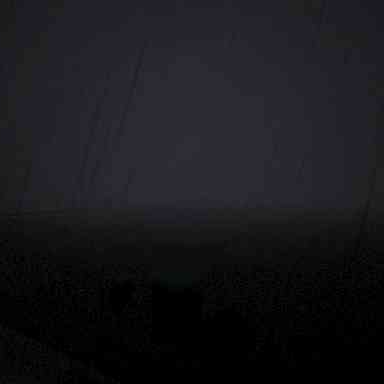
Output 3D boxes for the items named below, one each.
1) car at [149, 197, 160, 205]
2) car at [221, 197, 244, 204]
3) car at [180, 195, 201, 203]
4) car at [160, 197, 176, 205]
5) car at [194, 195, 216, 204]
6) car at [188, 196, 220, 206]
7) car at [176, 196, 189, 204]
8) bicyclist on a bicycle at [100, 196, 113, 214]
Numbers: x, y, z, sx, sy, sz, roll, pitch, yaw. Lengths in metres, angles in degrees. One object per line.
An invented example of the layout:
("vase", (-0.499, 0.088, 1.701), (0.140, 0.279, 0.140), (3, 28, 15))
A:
("car", (-5.855, 1.564, 60.712), (1.994, 1.385, 4.181), (0, 0, 35))
("car", (7.952, 1.601, 62.253), (1.895, 1.301, 4.718), (0, 0, 35))
("car", (-0.202, 1.477, 68.917), (1.882, 1.535, 5.008), (0, 0, 35))
("car", (-3.025, 1.564, 58.659), (1.994, 1.385, 4.181), (0, 0, 35))
("car", (2.668, 1.477, 66.914), (1.882, 1.535, 5.008), (0, 0, 35))
("car", (1.990, 1.478, 53.634), (1.882, 1.535, 5.008), (0, 0, 35))
("car", (-0.152, 1.564, 56.662), (1.994, 1.385, 4.181), (0, 0, 35))
("bicyclist on a bicycle", (-8.062, 1.156, 31.742), (1.656, 1.620, 0.582), (33, 17, 27))
